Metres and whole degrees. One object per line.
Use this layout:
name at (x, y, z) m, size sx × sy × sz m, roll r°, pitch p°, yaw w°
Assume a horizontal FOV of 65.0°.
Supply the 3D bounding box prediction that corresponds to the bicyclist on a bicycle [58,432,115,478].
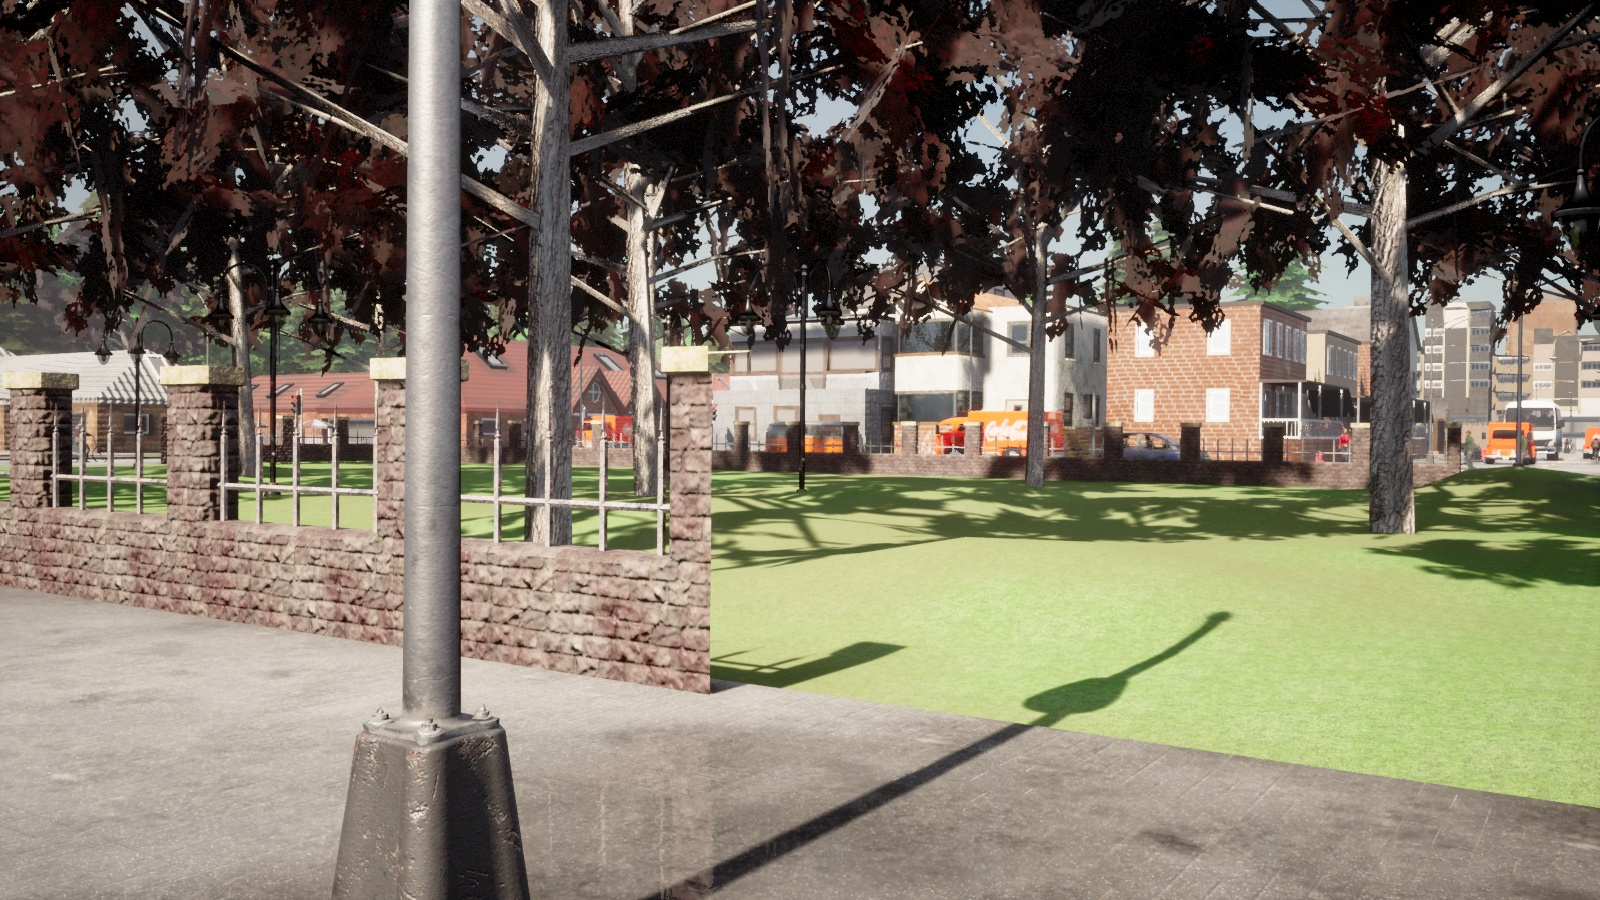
bicyclist on a bicycle at (-28.393, 0.176, 50.010) m, size 0.659 × 1.776 × 1.843 m, roll 0°, pitch 1°, yaw 32°

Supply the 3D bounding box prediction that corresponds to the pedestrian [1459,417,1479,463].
pedestrian at (26.951, -0.414, 50.611) m, size 0.614 × 1.847 × 0.353 m, roll 0°, pitch 1°, yaw 3°

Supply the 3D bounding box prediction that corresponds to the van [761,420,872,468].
van at (0.678, -0.249, 53.298) m, size 4.442 × 1.987 × 1.775 m, roll 0°, pitch 1°, yaw 33°

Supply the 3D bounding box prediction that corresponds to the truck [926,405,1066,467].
truck at (8.260, -0.563, 53.078) m, size 5.204 × 2.467 × 2.627 m, roll -1°, pitch 1°, yaw 33°

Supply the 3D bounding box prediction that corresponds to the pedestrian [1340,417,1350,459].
pedestrian at (24.265, -0.542, 55.904) m, size 0.331 × 1.846 × 0.636 m, roll 0°, pitch 1°, yaw 30°

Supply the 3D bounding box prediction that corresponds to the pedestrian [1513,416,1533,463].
pedestrian at (28.365, -0.409, 49.277) m, size 0.614 × 1.847 × 0.353 m, roll 0°, pitch 1°, yaw 8°

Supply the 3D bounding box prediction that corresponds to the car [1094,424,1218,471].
car at (12.864, -0.107, 45.419) m, size 3.988 × 1.617 × 1.851 m, roll 0°, pitch 1°, yaw 30°

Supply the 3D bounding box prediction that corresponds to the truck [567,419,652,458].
truck at (-12.299, -0.756, 81.567) m, size 2.627 × 2.467 × 5.204 m, roll 0°, pitch 1°, yaw 34°

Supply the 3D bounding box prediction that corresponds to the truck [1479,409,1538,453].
truck at (41.382, -1.130, 73.279) m, size 2.627 × 2.467 × 5.204 m, roll 0°, pitch 1°, yaw 34°
